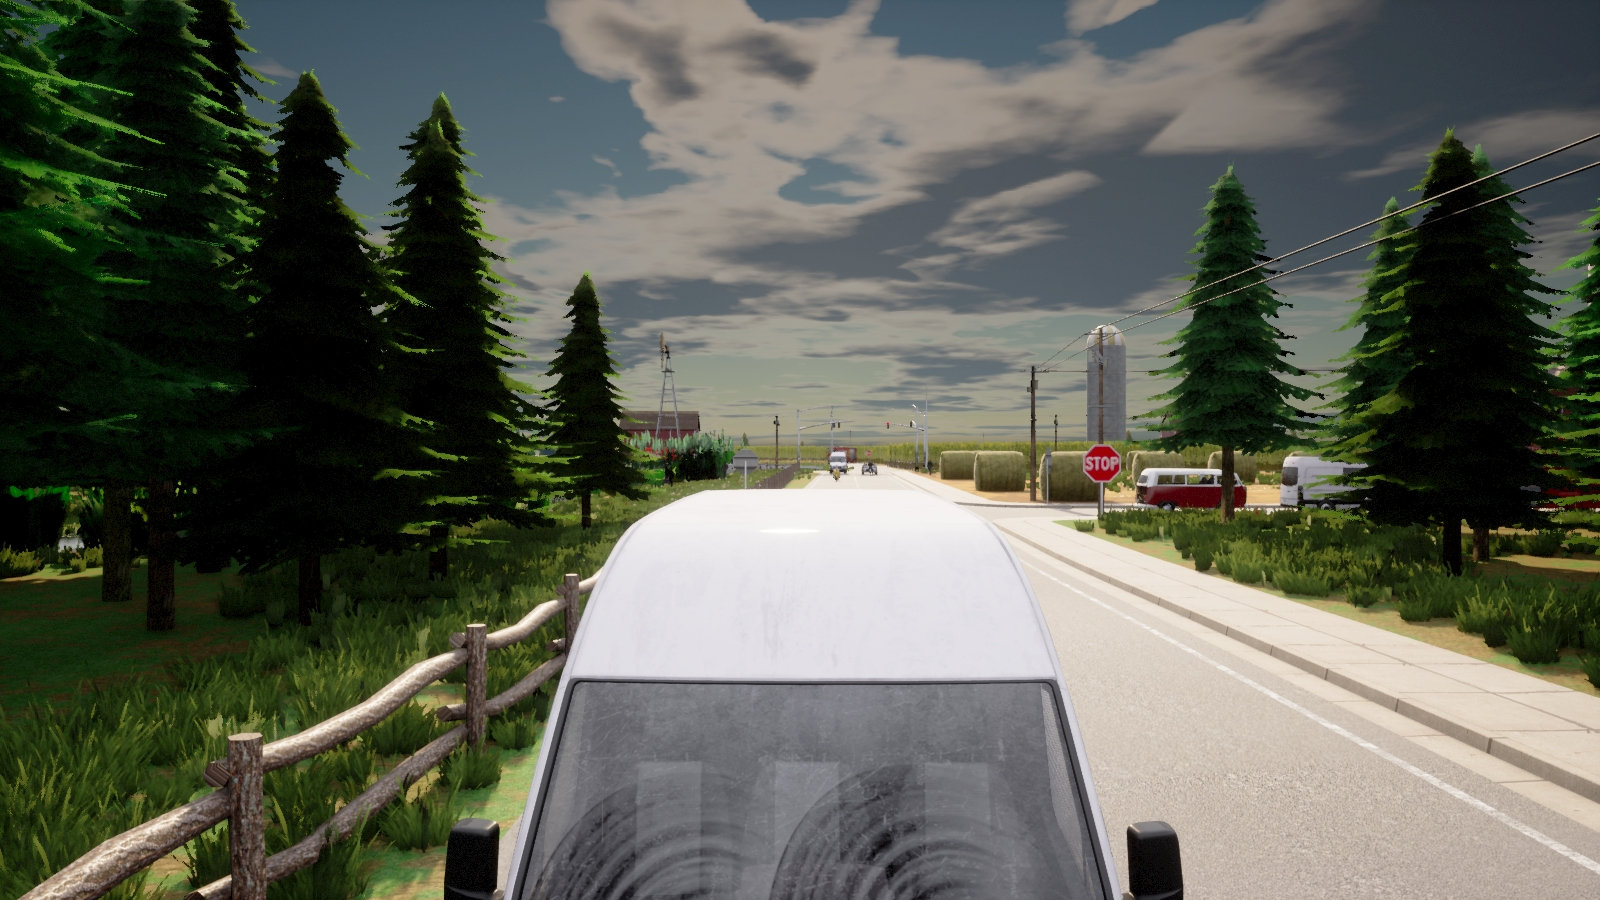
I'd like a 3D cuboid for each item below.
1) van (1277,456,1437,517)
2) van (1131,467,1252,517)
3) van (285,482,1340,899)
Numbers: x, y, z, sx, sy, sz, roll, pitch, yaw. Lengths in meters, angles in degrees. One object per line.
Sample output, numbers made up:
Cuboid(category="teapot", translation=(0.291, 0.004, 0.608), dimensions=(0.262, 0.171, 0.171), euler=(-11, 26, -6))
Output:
Cuboid(category="van", translation=(23.869, 1.534, 49.092), dimensions=(5.915, 2.561, 1.988), euler=(0, 0, -1))
Cuboid(category="van", translation=(16.767, 1.783, 49.041), dimensions=(4.480, 2.038, 2.069), euler=(0, 0, 0))
Cuboid(category="van", translation=(0.056, 1.508, 5.110), dimensions=(1.988, 2.561, 5.915), euler=(0, 0, 1))
